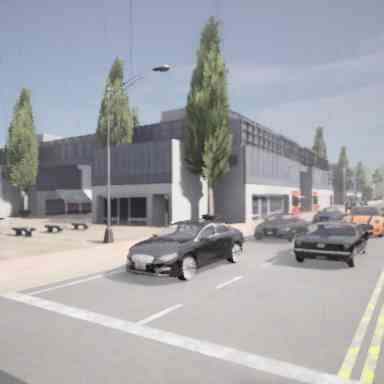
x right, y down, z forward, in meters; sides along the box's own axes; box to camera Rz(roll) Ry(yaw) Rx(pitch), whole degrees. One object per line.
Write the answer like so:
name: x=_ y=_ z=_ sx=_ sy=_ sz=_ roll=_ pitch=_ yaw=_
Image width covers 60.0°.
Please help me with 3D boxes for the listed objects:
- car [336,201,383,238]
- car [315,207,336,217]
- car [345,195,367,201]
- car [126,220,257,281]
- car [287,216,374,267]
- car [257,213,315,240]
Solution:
car: x=10.344 y=1.631 z=19.831 sx=2.097 sy=1.767 sz=4.553 roll=-1 pitch=-1 yaw=34
car: x=11.518 y=1.980 z=27.831 sx=1.994 sy=1.385 sz=4.181 roll=-1 pitch=-1 yaw=34
car: x=20.000 y=1.409 z=40.311 sx=2.150 sy=2.045 sz=5.566 roll=-1 pitch=-1 yaw=34
car: x=0.013 y=1.698 z=10.747 sx=2.128 sy=1.511 sz=4.902 roll=-1 pitch=-1 yaw=34
car: x=5.289 y=1.787 z=12.318 sx=1.895 sy=1.301 sz=4.718 roll=-1 pitch=-1 yaw=34
car: x=4.989 y=1.861 z=18.125 sx=1.994 sy=1.385 sz=4.181 roll=-1 pitch=-1 yaw=35
